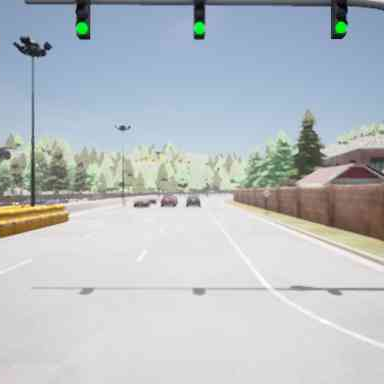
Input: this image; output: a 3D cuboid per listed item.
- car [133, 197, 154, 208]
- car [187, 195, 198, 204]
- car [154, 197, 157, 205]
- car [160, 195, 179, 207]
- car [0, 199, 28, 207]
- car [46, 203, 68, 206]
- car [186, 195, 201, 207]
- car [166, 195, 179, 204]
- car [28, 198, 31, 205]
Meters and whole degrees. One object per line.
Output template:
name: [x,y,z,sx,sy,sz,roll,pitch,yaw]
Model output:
car: [-6.814,1.443,45.526,1.895,1.301,4.718,0,0,0]
car: [0.110,1.306,57.370,1.837,1.490,4.892,0,0,1]
car: [-6.894,1.408,55.519,1.895,1.301,4.718,0,0,0]
car: [-3.321,1.187,47.530,2.097,1.767,4.553,0,0,0]
car: [-14.054,1.442,23.948,1.812,1.442,4.674,0,0,0]
car: [-14.008,1.428,34.324,2.033,1.411,5.357,0,0,1]
car: [0.190,1.189,47.249,2.097,1.767,4.553,0,0,0]
car: [-3.390,1.279,57.478,1.882,1.535,5.008,0,0,1]
car: [-17.493,1.362,37.141,2.128,1.511,4.902,0,0,1]
